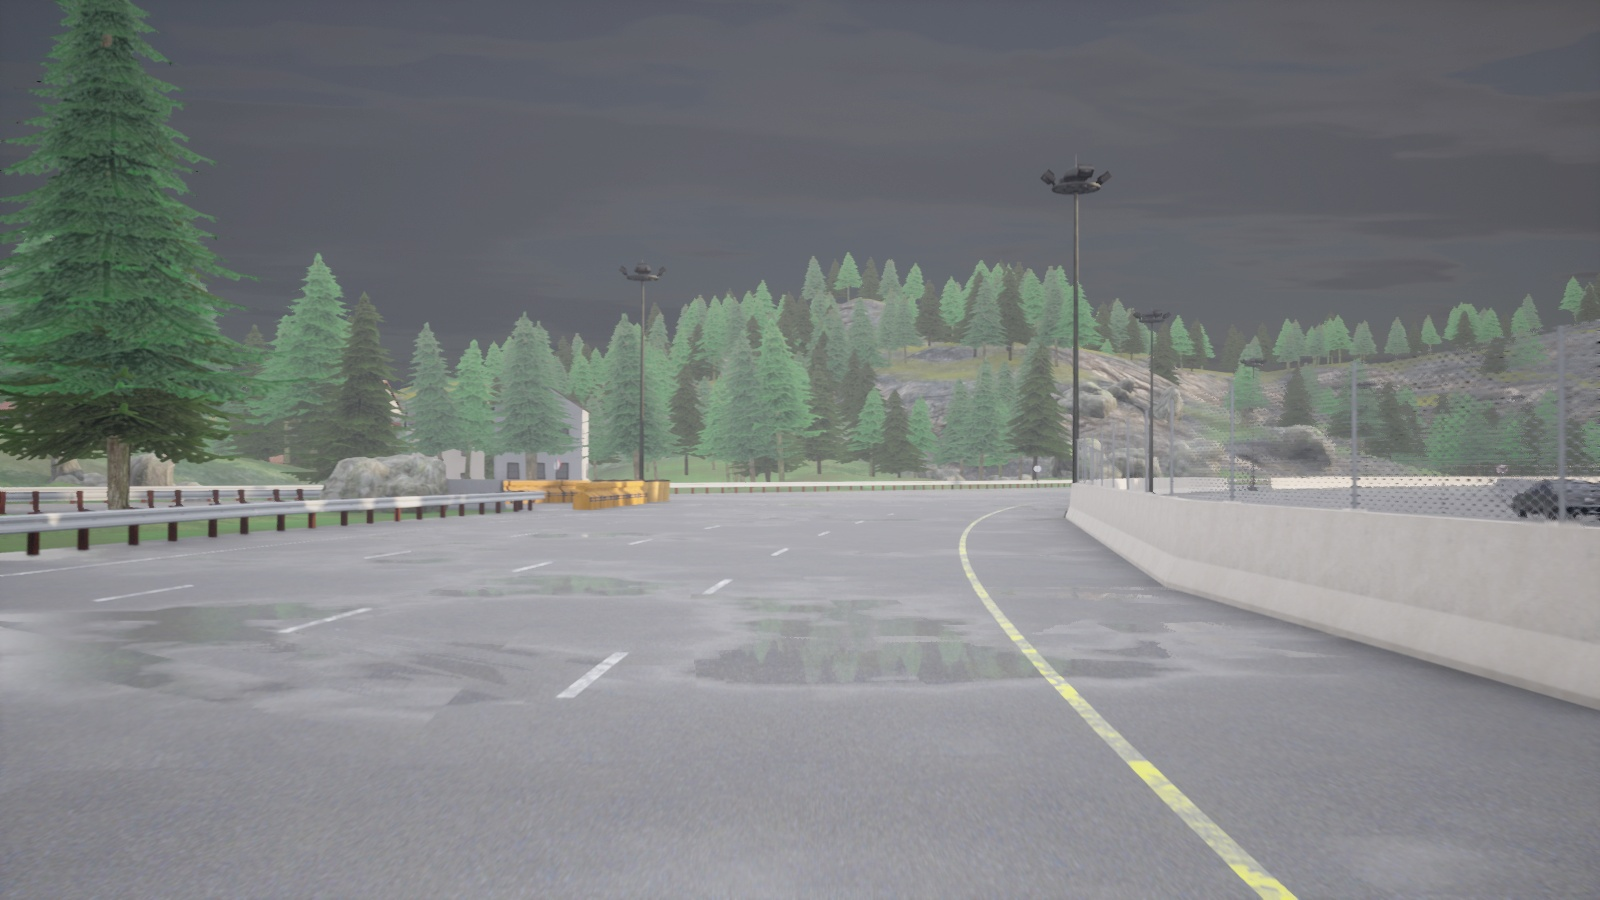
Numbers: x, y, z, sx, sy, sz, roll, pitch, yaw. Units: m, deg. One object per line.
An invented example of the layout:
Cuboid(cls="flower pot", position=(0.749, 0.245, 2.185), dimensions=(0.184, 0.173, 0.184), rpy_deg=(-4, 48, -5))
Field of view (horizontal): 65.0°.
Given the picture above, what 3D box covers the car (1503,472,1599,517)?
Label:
Cuboid(cls="car", position=(25.983, 1.478, 42.920), dimensions=(2.033, 1.411, 5.357), rpy_deg=(0, -1, 14))
